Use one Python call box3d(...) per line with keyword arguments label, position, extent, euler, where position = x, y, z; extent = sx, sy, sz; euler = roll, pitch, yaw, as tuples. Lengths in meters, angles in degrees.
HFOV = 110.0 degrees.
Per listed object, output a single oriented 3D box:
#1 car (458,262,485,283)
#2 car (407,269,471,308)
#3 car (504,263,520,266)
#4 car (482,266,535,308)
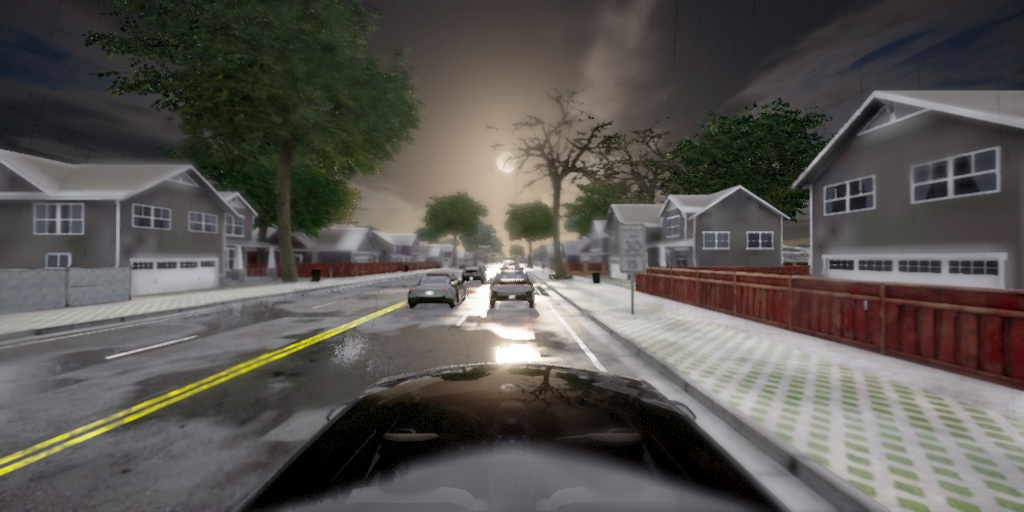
box3d(label="car", position=(-3.248, 1.550, 31.155), extent=(1.837, 1.490, 4.892), euler=(0, 0, 0))
box3d(label="car", position=(-3.247, 1.451, 16.166), extent=(1.994, 1.385, 4.181), euler=(0, -1, 0))
box3d(label="car", position=(0.001, 1.390, 30.926), extent=(2.097, 1.767, 4.553), euler=(0, -1, 0))
box3d(label="car", position=(0.003, 1.379, 16.142), extent=(2.128, 1.511, 4.902), euler=(0, 0, 0))
